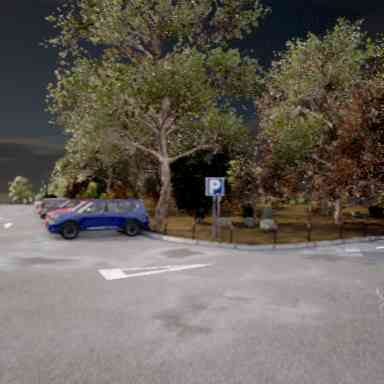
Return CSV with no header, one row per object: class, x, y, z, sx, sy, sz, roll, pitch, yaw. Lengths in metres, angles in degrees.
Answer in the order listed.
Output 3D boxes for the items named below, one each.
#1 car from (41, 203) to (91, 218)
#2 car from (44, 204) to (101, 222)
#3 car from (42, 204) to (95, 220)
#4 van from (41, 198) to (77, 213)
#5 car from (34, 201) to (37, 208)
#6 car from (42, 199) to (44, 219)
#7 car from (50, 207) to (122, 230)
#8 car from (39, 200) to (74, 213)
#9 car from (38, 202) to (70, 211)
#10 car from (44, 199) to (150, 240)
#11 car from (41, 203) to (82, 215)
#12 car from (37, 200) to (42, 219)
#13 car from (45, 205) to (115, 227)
car,-13.735,1.970,36.284,5.008,1.535,2.097,1,-1,-26
car,-11.241,1.921,31.304,4.792,1.488,2.163,1,-1,-26
car,-12.525,1.960,33.776,4.792,1.488,2.163,1,-1,-26
van,-18.549,1.901,46.338,4.442,1.987,1.878,1,-1,-26
car,-15.128,2.004,38.704,5.366,1.575,1.946,1,-1,-26
car,-6.367,1.502,21.293,5.566,2.045,2.435,1,-1,-26
car,-7.630,1.827,23.909,4.674,1.452,2.002,1,-1,-26
car,-19.908,2.042,48.766,4.553,1.767,2.185,1,-1,-26
car,-22.334,2.300,53.774,4.674,1.452,2.002,1,-1,-26
car,-5.189,1.473,18.906,5.566,2.045,2.435,1,-1,-26
car,-16.195,2.088,41.282,4.674,1.452,2.002,1,-1,-26
car,-10.061,1.603,28.787,5.566,2.045,2.435,1,-1,-26
car,-8.809,1.819,26.294,5.008,1.535,2.097,1,-1,-26
